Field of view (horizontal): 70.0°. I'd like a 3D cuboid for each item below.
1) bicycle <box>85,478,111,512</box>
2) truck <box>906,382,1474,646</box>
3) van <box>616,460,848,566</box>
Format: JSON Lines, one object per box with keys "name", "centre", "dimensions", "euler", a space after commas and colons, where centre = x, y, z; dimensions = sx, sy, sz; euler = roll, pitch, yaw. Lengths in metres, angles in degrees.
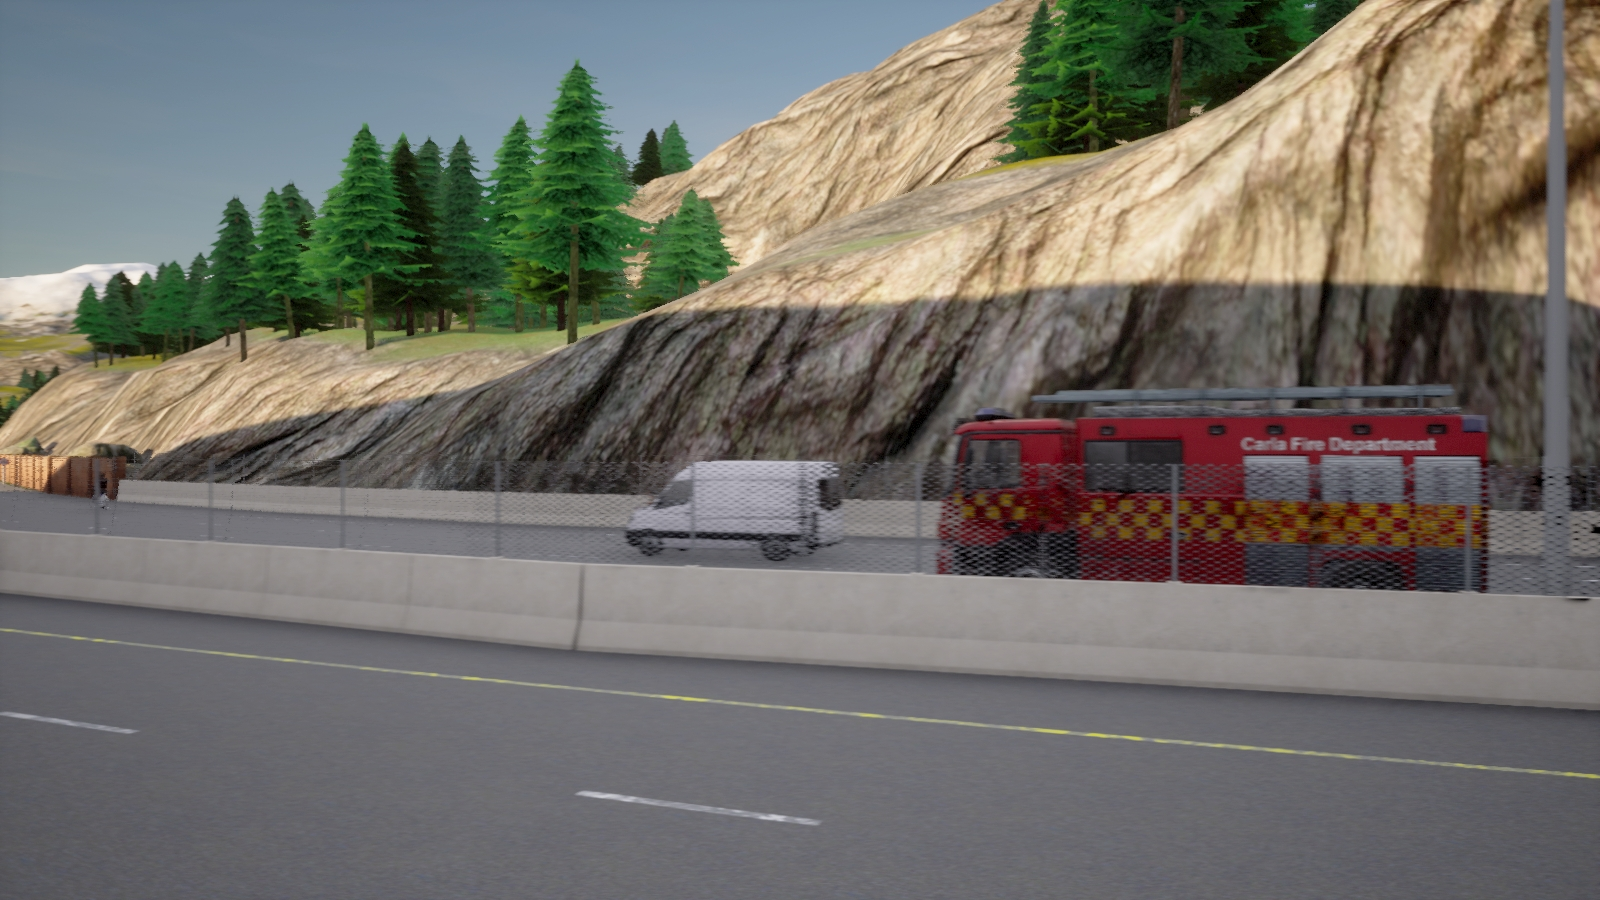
{"name": "bicycle", "centre": [-32.665, 2.082, 53.165], "dimensions": [1.835, 1.489, 0.329], "euler": [0, 0, 37]}
{"name": "truck", "centre": [6.275, 0.920, 19.355], "dimensions": [8.468, 3.827, 2.891], "euler": [0, 0, 20]}
{"name": "van", "centre": [-1.835, 1.569, 30.349], "dimensions": [5.915, 2.561, 1.988], "euler": [0, 0, 24]}
